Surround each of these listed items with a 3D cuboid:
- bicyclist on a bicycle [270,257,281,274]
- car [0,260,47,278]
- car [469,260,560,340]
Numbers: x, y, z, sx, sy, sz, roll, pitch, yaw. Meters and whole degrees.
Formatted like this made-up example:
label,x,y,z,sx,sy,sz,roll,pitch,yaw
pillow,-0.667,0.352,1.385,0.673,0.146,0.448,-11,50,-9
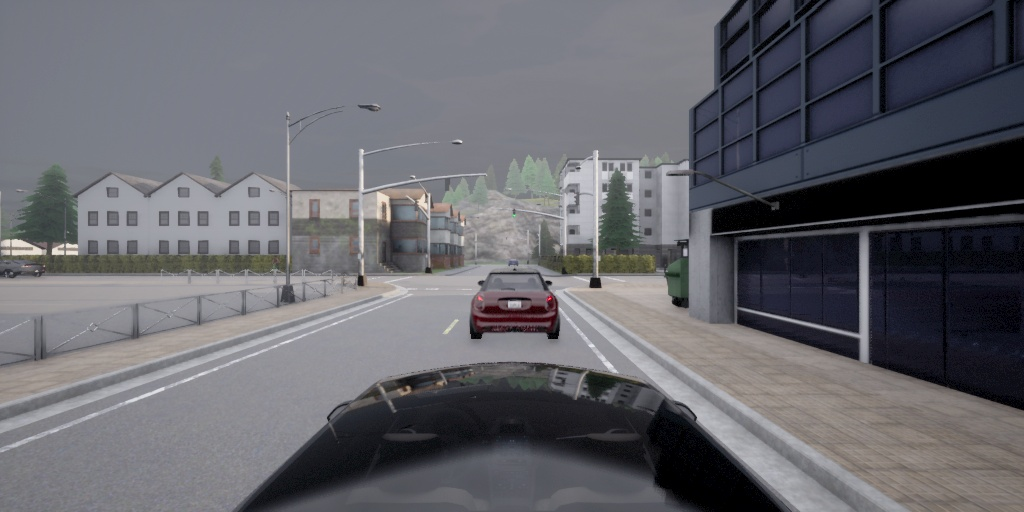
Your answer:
label,x,y,z,sx,sy,sz,roll,pitch,yaw
bicyclist on a bicycle,-22.221,0.874,33.725,0.582,1.620,1.656,0,0,0
car,-42.111,1.065,29.968,4.902,1.511,2.128,0,0,0
car,0.084,1.101,10.117,2.097,1.767,4.553,0,0,1
